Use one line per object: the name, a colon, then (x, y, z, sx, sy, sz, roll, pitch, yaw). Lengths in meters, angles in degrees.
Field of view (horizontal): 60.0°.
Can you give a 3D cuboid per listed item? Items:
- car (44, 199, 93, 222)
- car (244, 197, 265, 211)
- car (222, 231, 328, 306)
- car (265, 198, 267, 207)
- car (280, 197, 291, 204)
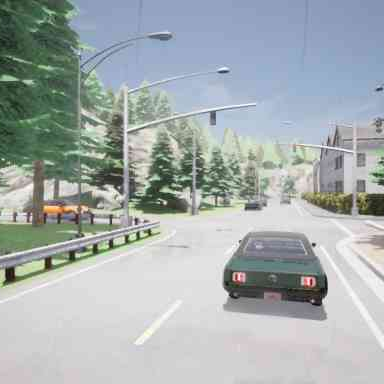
car: (-10.266, 1.367, 26.566, 4.553, 1.767, 2.097, 0, 0, 16)
car: (7.652, 1.601, 41.243, 1.895, 1.301, 4.718, 0, 0, 16)
car: (2.059, 1.601, 8.143, 1.895, 1.301, 4.718, 0, 0, 16)
car: (10.709, 1.492, 51.895, 2.128, 1.511, 4.902, 0, 0, 16)
car: (17.363, 1.547, 61.779, 2.033, 1.411, 5.357, 0, 0, 16)
